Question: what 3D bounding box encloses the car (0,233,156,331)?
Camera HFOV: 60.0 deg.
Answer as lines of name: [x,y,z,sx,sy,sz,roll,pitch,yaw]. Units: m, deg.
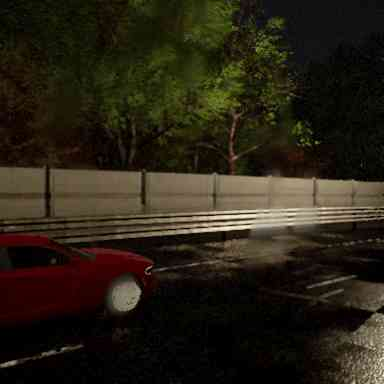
car: [-3.028,1.469,5.817,5.008,1.535,1.882,0,0,-35]
